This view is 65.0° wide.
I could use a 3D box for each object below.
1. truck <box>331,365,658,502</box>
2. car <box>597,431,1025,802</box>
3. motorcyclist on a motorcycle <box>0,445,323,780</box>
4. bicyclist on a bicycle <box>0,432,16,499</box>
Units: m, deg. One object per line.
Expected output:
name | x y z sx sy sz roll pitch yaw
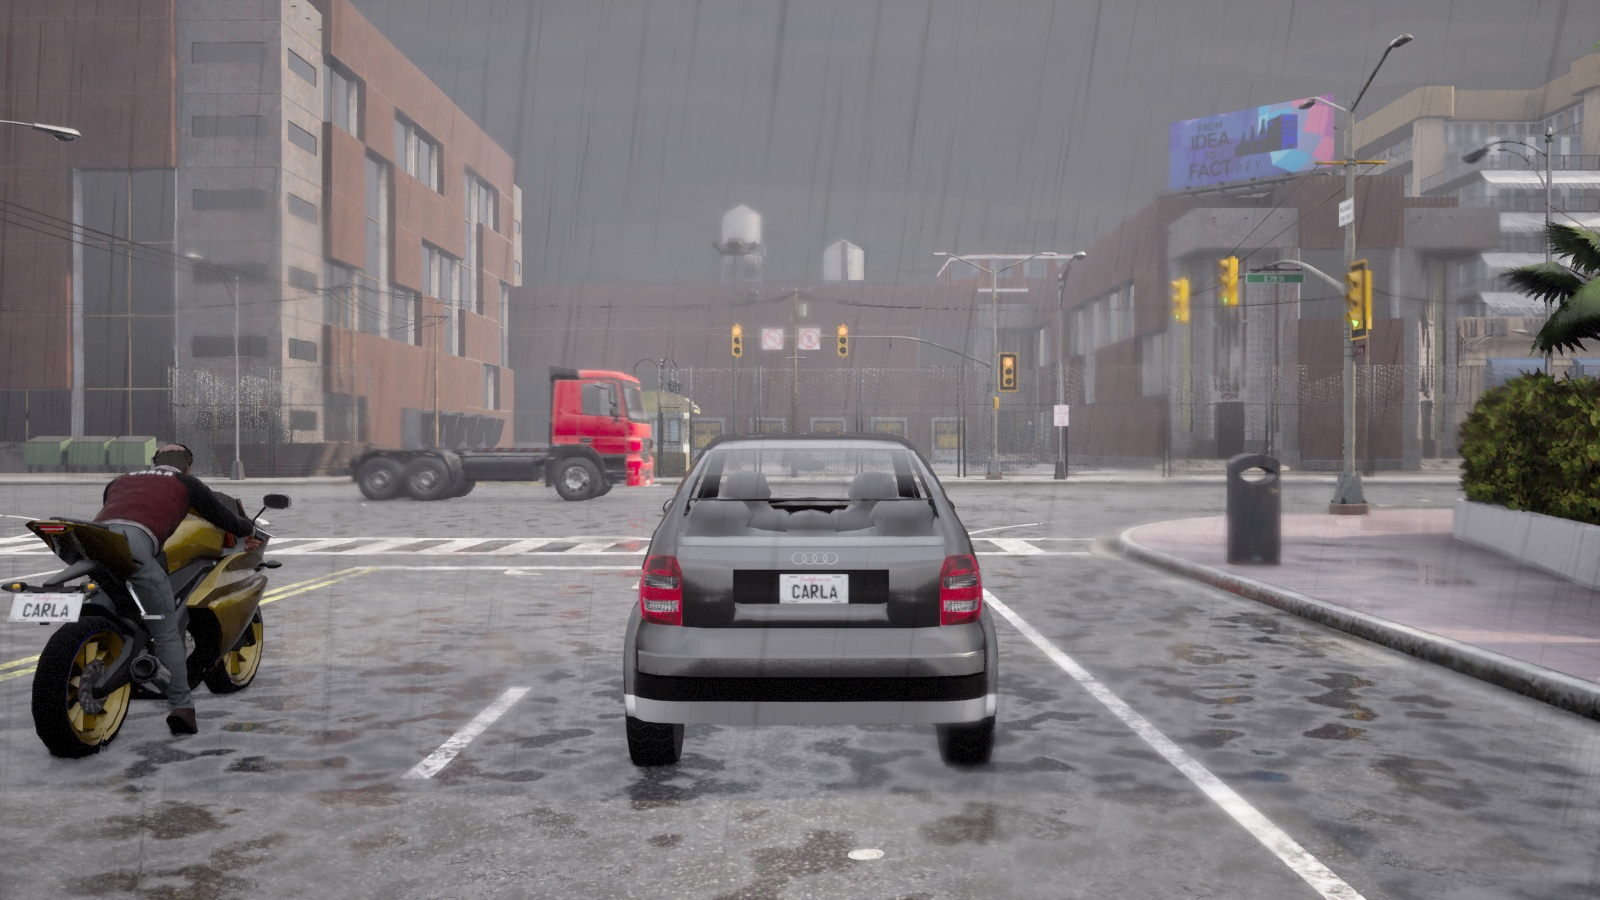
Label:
truck | -7.913 -0.430 33.262 7.936 3.462 2.891 0 0 1
car | 0.051 0.685 7.106 1.789 1.549 3.705 0 0 0
motorcyclist on a motorcycle | -3.454 0.740 6.842 0.866 1.530 2.191 0 0 0
bicyclist on a bicycle | -22.011 0.410 33.456 1.843 1.776 0.659 0 0 1
